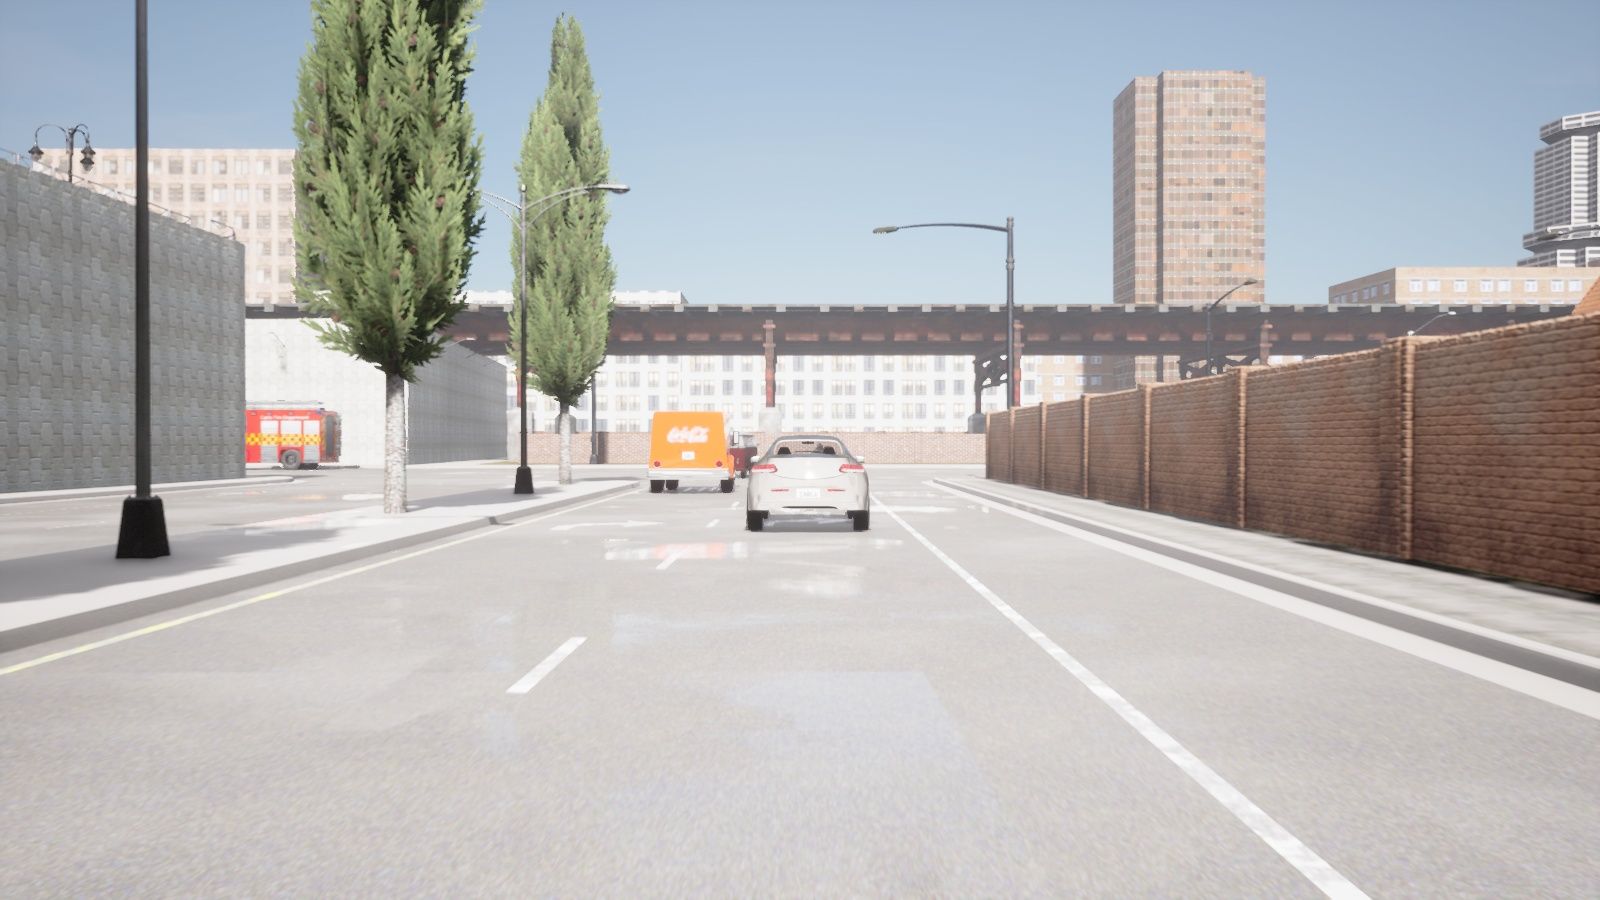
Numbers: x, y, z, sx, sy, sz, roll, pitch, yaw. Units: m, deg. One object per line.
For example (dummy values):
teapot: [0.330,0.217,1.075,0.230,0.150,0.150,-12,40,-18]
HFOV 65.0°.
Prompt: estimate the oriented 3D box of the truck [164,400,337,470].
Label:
truck: [-30.833,-0.841,70.623,8.468,3.827,2.891,0,0,1]

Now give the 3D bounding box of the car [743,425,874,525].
car: [0.148,0.395,23.173,2.152,1.651,5.027,0,0,0]

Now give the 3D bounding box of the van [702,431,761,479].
van: [-2.892,0.192,54.146,1.775,1.987,4.442,0,0,7]

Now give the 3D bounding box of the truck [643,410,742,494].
truck: [-3.260,0.035,39.365,2.627,2.467,5.204,0,0,0]
